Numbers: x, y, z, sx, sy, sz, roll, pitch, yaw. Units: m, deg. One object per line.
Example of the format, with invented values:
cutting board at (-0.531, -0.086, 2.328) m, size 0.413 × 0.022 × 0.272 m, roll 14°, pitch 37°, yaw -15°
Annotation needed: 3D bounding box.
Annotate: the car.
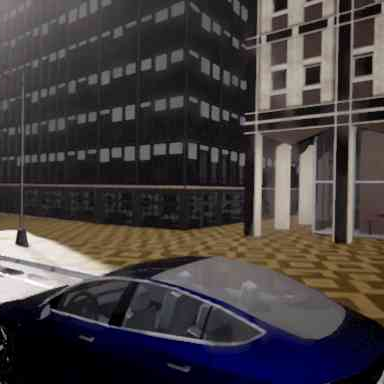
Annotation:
car at (-0.455, 1.520, 3.891) m, size 4.792 × 1.488 × 2.163 m, roll 0°, pitch 0°, yaw 36°
